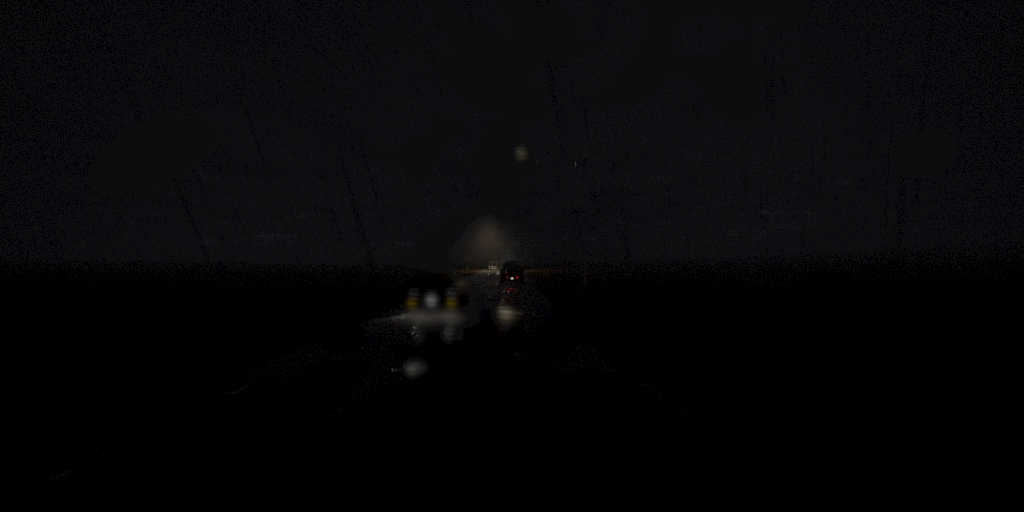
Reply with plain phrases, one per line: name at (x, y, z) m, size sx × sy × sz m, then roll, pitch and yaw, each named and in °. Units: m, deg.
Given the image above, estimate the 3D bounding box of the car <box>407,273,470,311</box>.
car at (-2.880, 1.417, 14.847) m, size 1.994 × 1.385 × 4.181 m, roll 0°, pitch 0°, yaw 0°

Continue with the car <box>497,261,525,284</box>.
car at (0.021, 1.441, 29.313) m, size 1.837 × 1.490 × 4.892 m, roll 0°, pitch 0°, yaw 0°

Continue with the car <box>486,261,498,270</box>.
car at (-2.974, 1.519, 57.660) m, size 1.837 × 1.490 × 4.892 m, roll 0°, pitch -1°, yaw 0°
